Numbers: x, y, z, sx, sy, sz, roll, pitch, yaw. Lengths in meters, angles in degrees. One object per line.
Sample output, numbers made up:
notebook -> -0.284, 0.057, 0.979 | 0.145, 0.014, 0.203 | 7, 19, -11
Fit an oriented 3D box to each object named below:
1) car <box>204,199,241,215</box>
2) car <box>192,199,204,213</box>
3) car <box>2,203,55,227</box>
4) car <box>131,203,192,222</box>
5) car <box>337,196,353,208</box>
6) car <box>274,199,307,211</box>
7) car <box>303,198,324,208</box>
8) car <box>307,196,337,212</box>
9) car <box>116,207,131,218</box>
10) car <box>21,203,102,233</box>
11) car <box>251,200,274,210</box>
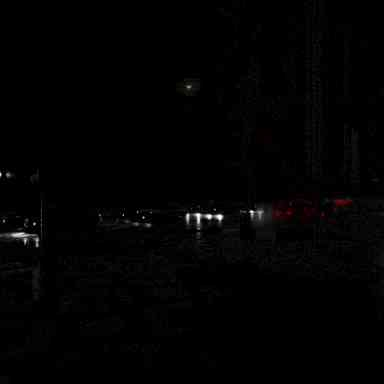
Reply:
car -> 3.477, 1.598, 35.065 | 1.994, 1.385, 4.181 | 0, 0, 36
car -> 1.350, 1.555, 37.686 | 1.812, 1.442, 4.674 | 0, 0, 36
car -> -9.862, 1.496, 22.080 | 2.128, 1.511, 4.902 | 0, 0, 36
car -> -2.373, 1.621, 26.937 | 1.895, 1.301, 4.718 | 0, 0, 36
car -> 23.469, 1.434, 51.444 | 2.097, 1.767, 4.553 | 0, 0, 36
car -> 12.354, 1.581, 41.620 | 1.812, 1.442, 4.674 | 0, 0, 36
car -> 18.338, 1.596, 50.037 | 1.812, 1.442, 4.674 | 0, 0, 36
car -> 15.985, 1.415, 41.017 | 2.097, 1.767, 4.553 | 0, 0, 36
car -> -4.458, 1.617, 29.603 | 1.895, 1.301, 4.718 | 0, 0, 36
car -> -7.469, 1.573, 19.838 | 1.994, 1.385, 4.181 | 0, 0, 36
car -> 9.346, 1.540, 43.180 | 2.128, 1.511, 4.902 | 0, 0, 36
